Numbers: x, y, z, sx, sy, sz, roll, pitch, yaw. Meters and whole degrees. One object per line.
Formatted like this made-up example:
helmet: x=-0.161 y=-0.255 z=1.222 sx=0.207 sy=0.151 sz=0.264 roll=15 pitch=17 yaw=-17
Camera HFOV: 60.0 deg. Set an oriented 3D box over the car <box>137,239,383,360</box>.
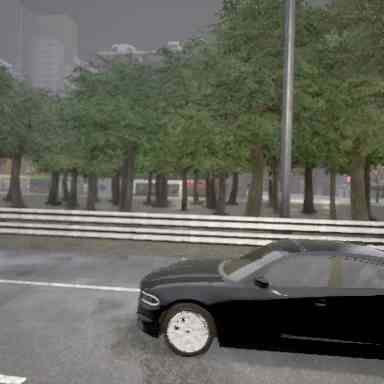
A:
car: x=1.676 y=1.481 z=5.075 sx=5.008 sy=1.535 sz=1.882 roll=1 pitch=1 yaw=7
